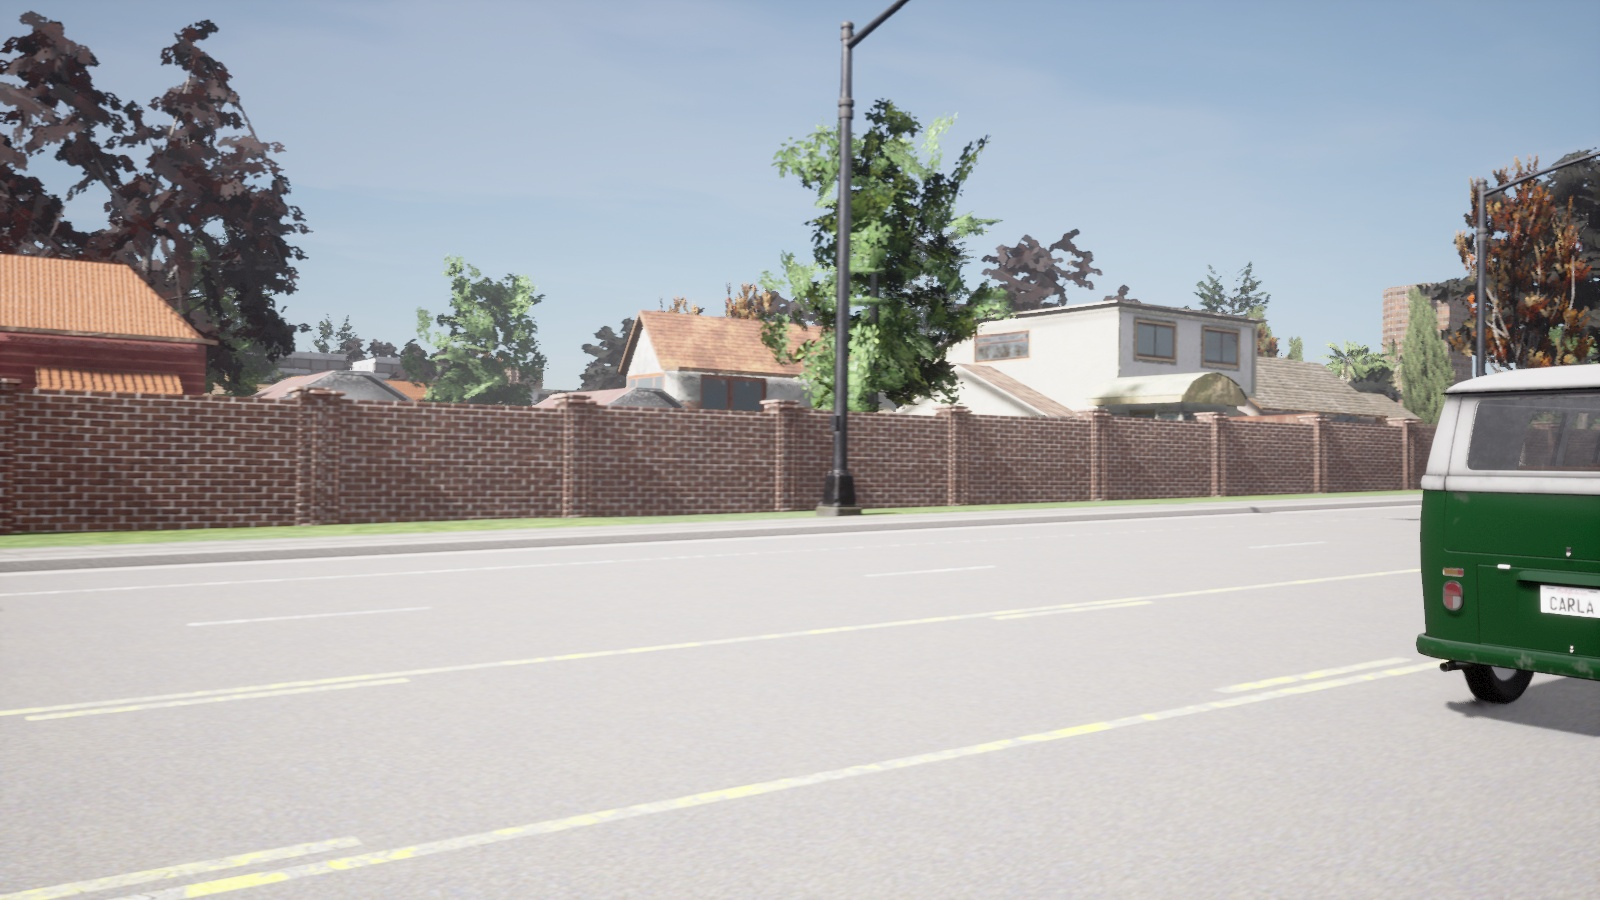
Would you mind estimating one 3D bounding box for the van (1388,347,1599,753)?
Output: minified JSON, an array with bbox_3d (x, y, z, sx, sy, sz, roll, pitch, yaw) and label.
[{"bbox_3d":[5.627,0.480,7.574,4.442,1.987,1.775,0,0,-35],"label":"van"}]
